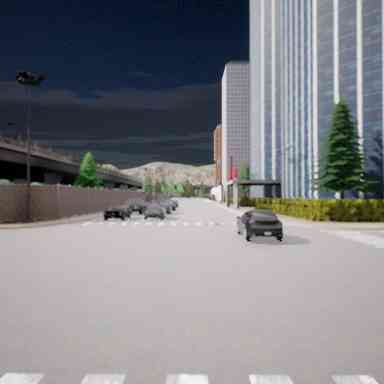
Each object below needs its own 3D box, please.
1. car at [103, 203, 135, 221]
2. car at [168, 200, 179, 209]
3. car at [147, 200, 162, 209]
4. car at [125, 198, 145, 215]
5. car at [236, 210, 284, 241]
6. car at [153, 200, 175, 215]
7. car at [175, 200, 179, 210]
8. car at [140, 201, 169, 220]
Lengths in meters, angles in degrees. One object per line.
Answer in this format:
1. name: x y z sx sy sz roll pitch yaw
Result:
1. car: -7.114 2.011 32.168 1.895 1.301 4.718 0 -1 1
2. car: -3.507 2.307 63.198 1.837 1.490 4.892 0 0 1
3. car: -7.004 2.291 62.871 2.128 1.511 4.902 0 -1 1
4. car: -7.081 1.756 41.926 2.150 2.045 5.566 0 -1 1
5. car: 3.608 1.745 18.223 1.837 1.490 4.892 0 -1 0
6. car: -3.575 2.041 42.089 1.837 1.490 4.892 0 -1 0
7. car: -3.550 2.137 51.815 1.882 1.535 5.008 0 -1 0
8. car: -3.579 1.924 32.861 1.837 1.490 4.892 0 -1 0
